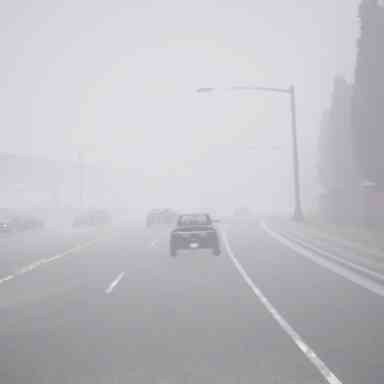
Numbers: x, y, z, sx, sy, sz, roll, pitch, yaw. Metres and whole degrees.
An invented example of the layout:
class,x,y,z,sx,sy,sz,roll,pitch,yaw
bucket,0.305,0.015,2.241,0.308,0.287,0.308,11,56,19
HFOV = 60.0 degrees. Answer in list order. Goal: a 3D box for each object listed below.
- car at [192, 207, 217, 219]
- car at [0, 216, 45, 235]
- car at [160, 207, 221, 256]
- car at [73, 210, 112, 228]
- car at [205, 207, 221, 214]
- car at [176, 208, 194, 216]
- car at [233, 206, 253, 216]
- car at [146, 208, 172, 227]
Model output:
class,x,y,z,sx,sy,sz,roll,pitch,yaw
car,1.646,2.620,42.595,1.812,1.442,4.674,-3,-3,19
car,-13.292,2.491,25.223,1.895,1.301,4.718,-2,-2,8
car,0.155,1.640,13.903,2.128,1.511,4.902,-2,-1,2
car,-8.938,2.389,30.206,1.837,1.490,4.892,-3,-2,11
car,4.497,3.890,69.175,1.895,1.301,4.718,-3,-3,22
car,-1.332,3.897,64.113,1.994,1.385,4.181,-3,-3,22
car,7.485,2.814,48.755,2.033,1.411,5.357,-3,-3,23
car,-2.301,2.034,27.310,2.128,1.511,4.902,-2,-2,11
